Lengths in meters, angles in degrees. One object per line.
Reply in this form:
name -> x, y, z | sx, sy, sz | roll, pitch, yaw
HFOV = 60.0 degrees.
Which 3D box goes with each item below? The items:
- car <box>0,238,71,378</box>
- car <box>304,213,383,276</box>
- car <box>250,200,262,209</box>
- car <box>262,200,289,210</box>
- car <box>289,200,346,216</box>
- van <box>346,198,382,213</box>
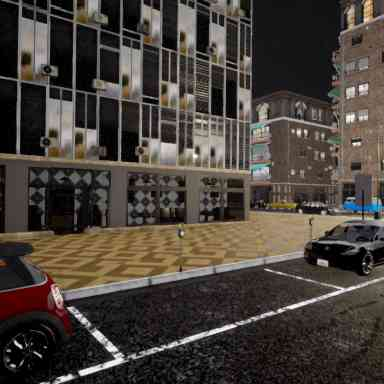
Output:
car -> -3.717, 1.440, 3.897 | 4.097, 1.590, 1.967 | 0, 1, -35
car -> 5.358, 1.567, 10.372 | 4.313, 1.339, 1.947 | 0, 1, -35
car -> 9.586, 1.864, 51.098 | 1.947, 1.339, 4.313 | 0, -1, -35
car -> 12.655, 1.787, 46.680 | 1.752, 1.417, 4.829 | 0, -1, -35
car -> 12.198, 1.620, 32.647 | 2.008, 1.369, 4.403 | 0, -1, -35
van -> 19.084, 1.525, 37.426 | 1.690, 1.788, 3.998 | 0, -1, -35
